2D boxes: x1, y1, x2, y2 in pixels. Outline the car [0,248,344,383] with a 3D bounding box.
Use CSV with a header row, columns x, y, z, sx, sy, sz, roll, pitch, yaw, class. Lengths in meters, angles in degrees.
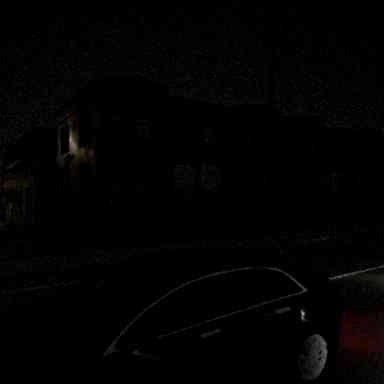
x,y,z,sx,sy,sz,roll,pitch,yaw,class
-0.264,1.504,3.795,4.892,1.490,1.837,0,0,-34,car
